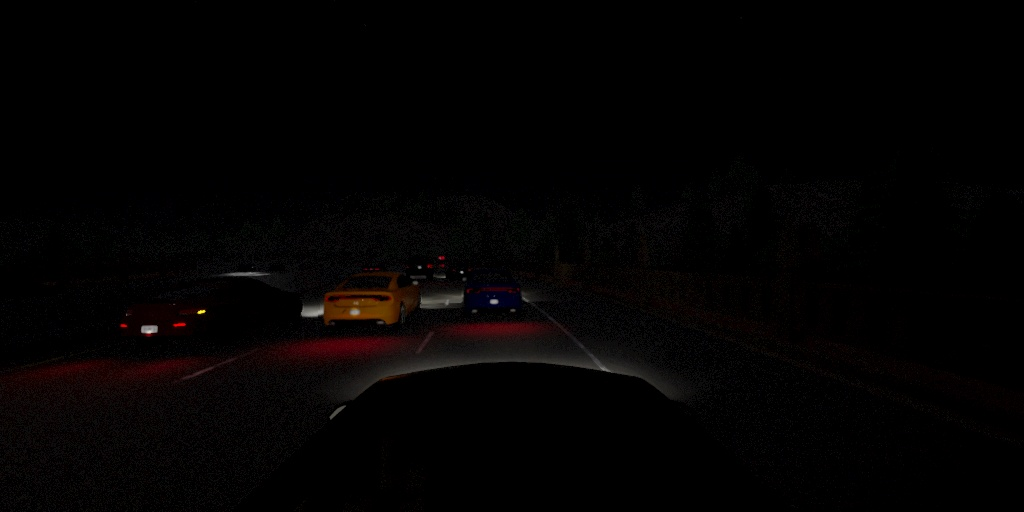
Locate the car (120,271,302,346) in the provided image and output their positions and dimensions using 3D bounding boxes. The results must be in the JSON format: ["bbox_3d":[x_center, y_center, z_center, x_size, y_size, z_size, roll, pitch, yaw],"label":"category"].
[{"bbox_3d":[-7.425,1.292,9.434,1.812,1.442,4.674,0,0,-5],"label":"car"}]

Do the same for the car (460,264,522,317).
[{"bbox_3d":[-0.804,1.219,13.211,1.882,1.535,5.008,0,0,-6],"label":"car"}]

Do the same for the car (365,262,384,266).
[{"bbox_3d":[-11.721,1.278,30.654,2.128,1.511,4.902,0,0,-17],"label":"car"}]

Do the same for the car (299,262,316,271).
[{"bbox_3d":[-28.159,1.482,49.373,1.994,1.385,4.181,0,0,-31],"label":"car"}]

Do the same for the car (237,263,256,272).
[{"bbox_3d":[-36.232,1.584,48.997,1.895,1.301,4.718,0,0,-34],"label":"car"}]

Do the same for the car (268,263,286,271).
[{"bbox_3d":[-31.032,1.537,47.411,1.895,1.301,4.718,0,0,-31],"label":"car"}]

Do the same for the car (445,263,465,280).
[{"bbox_3d":[-4.766,1.319,31.761,1.994,1.385,4.181,0,0,-17],"label":"car"}]

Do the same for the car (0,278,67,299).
[{"bbox_3d":[-14.631,1.316,9.350,1.812,1.442,4.674,0,0,-6],"label":"car"}]

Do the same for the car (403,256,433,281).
[{"bbox_3d":[-7.939,0.991,30.398,2.150,2.045,5.566,0,0,-17],"label":"car"}]

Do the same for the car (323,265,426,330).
[{"bbox_3d":[-4.109,1.231,11.273,1.882,1.535,5.008,0,0,-6],"label":"car"}]
